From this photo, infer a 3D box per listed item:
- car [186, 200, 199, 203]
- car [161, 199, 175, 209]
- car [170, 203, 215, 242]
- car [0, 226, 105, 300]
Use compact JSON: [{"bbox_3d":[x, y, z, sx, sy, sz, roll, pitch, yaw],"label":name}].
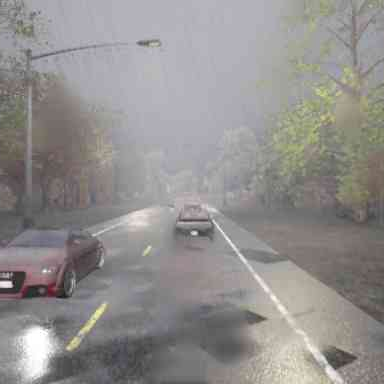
[{"bbox_3d":[0.083,1.635,35.837,1.812,1.442,4.674,0,0,0],"label":"car"},{"bbox_3d":[-3.577,1.697,49.840,2.033,1.411,5.357,0,0,1],"label":"car"},{"bbox_3d":[0.093,1.547,16.576,2.128,1.511,4.902,0,0,0],"label":"car"},{"bbox_3d":[-3.603,1.593,8.394,1.994,1.385,4.181,0,0,0],"label":"car"}]
